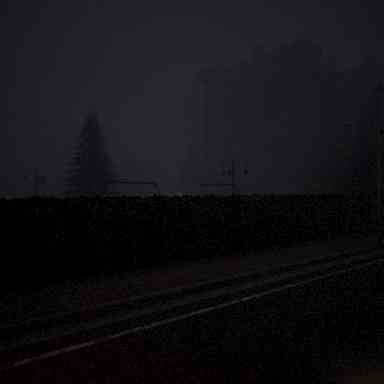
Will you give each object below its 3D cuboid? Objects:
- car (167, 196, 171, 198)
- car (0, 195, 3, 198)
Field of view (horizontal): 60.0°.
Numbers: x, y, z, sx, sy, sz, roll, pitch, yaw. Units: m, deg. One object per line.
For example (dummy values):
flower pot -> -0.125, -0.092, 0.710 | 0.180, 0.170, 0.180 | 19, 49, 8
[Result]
car -> -4.684, 1.337, 50.366 | 2.097, 1.767, 4.553 | 0, 0, -38
car -> -40.312, 1.374, 67.393 | 3.633, 1.501, 1.845 | 0, 0, -38
